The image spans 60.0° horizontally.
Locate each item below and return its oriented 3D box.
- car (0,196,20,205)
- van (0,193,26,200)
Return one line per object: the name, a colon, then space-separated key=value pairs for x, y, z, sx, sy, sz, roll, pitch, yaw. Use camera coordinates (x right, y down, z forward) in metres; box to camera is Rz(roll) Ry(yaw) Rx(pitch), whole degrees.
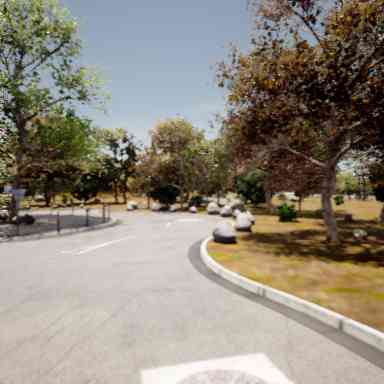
car: x=-32.193 y=1.460 z=56.649 sx=4.792 sy=1.488 sz=2.163 roll=0 pitch=1 yaw=-37
van: x=-27.309 y=1.398 z=49.901 sx=4.442 sy=1.987 sz=1.878 roll=0 pitch=1 yaw=-37
